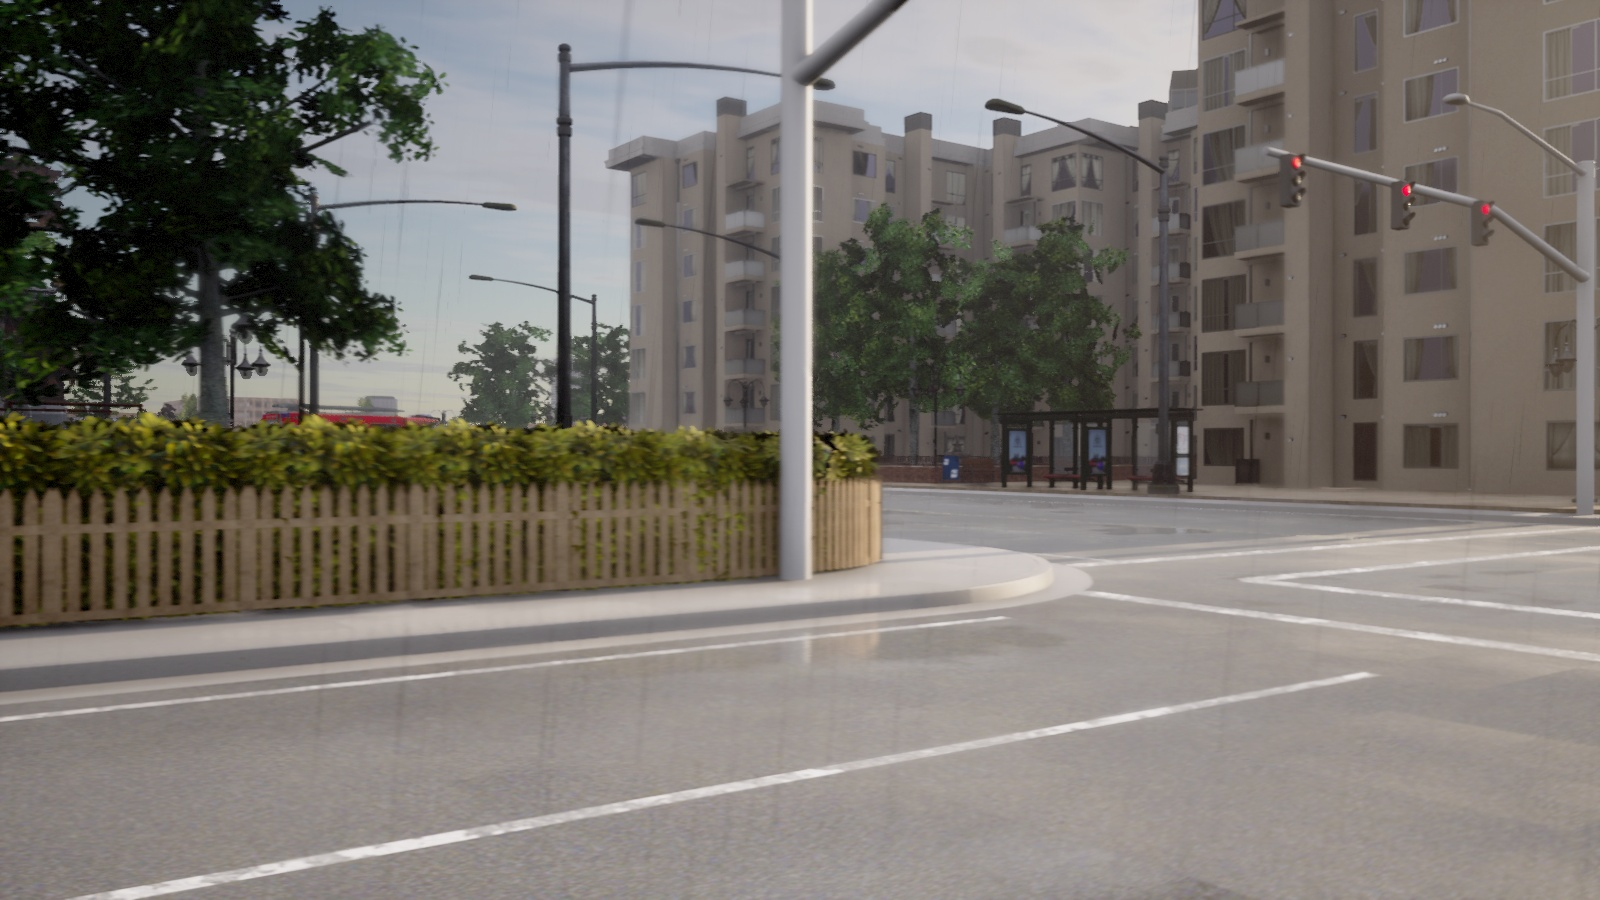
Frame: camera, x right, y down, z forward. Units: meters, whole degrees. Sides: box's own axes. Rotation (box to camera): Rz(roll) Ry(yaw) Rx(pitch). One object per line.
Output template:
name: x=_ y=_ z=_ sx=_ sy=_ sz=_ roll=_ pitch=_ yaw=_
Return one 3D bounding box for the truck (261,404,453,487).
truck: x=-21.652 y=-0.116 z=61.793 sx=8.468 sy=3.827 sz=2.891 roll=1 pitch=-2 yaw=-45
